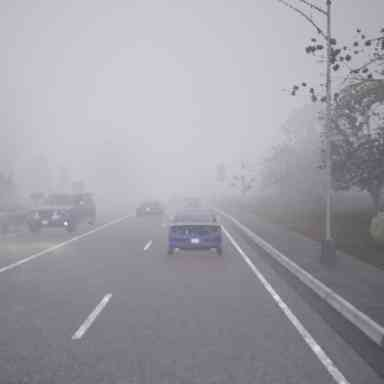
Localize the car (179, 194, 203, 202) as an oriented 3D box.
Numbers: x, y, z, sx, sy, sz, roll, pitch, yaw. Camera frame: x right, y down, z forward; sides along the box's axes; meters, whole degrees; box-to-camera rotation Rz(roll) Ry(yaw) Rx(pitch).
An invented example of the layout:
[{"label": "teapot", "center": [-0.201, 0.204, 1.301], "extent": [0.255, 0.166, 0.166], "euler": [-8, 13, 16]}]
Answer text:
[{"label": "car", "center": [0.071, 1.164, 32.337], "extent": [2.033, 1.411, 5.357], "euler": [0, 1, -1]}]

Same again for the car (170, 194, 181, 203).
[{"label": "car", "center": [-1.830, 0.918, 47.652], "extent": [1.994, 1.385, 4.181], "euler": [0, 1, 7]}]

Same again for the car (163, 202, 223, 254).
[{"label": "car", "center": [0.103, 1.352, 12.907], "extent": [1.882, 1.535, 5.008], "euler": [0, 1, 0]}]

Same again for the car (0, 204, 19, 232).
[{"label": "car", "center": [-10.491, 1.385, 18.595], "extent": [1.994, 1.385, 4.181], "euler": [0, 1, 0]}]

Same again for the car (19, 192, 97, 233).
[{"label": "car", "center": [-6.991, 1.052, 18.580], "extent": [2.150, 2.045, 5.566], "euler": [0, 1, 0]}]

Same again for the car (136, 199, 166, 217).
[{"label": "car", "center": [-3.263, 1.260, 27.085], "extent": [1.994, 1.385, 4.181], "euler": [0, 1, 1]}]
